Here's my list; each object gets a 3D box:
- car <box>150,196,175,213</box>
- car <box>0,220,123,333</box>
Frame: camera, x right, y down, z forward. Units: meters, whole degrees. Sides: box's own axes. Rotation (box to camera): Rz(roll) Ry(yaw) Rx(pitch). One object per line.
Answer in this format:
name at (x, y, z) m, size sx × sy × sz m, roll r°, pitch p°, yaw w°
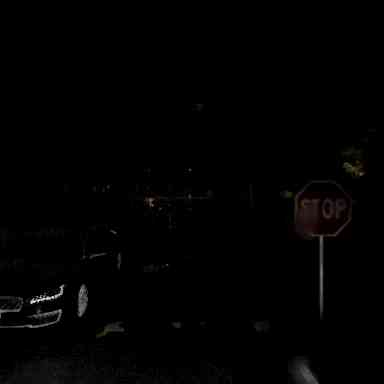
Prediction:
car at (-2.715, 1.124, 30.939) m, size 1.812 × 1.442 × 4.674 m, roll 0°, pitch 1°, yaw 0°
car at (-2.739, 1.429, 7.042) m, size 1.837 × 1.490 × 4.892 m, roll 0°, pitch 1°, yaw 0°
